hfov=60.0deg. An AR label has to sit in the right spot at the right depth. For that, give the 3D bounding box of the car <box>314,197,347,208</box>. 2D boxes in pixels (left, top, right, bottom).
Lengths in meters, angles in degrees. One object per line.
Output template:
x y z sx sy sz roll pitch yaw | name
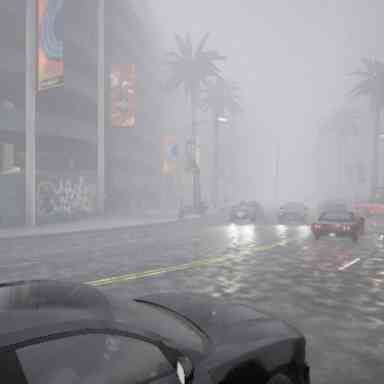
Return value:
13.151 1.489 31.281 1.837 1.490 4.892 0 0 11 | car

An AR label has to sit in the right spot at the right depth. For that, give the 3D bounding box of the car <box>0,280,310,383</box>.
-1.142 1.475 2.500 5.008 1.535 1.882 0 0 -36 | car

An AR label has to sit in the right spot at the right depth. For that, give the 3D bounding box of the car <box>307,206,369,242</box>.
7.410 1.591 16.596 1.895 1.301 4.718 0 0 32 | car

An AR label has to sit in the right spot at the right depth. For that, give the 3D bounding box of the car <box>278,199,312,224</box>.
7.611 1.511 24.726 1.812 1.442 4.674 0 0 22 | car

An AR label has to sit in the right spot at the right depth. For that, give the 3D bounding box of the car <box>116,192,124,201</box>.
-11.626 0.978 53.577 2.435 2.045 5.566 0 0 10 | car

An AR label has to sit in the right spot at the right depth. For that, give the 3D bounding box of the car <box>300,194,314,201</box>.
29.243 1.301 83.729 2.185 1.767 4.553 0 0 10 | car

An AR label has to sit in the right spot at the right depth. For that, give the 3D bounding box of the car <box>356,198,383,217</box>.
16.546 1.334 30.401 2.097 1.767 4.553 0 0 11 | car

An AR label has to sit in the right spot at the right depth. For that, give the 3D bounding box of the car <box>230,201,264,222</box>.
4.388 1.474 26.073 2.128 1.511 4.902 0 0 22 | car
